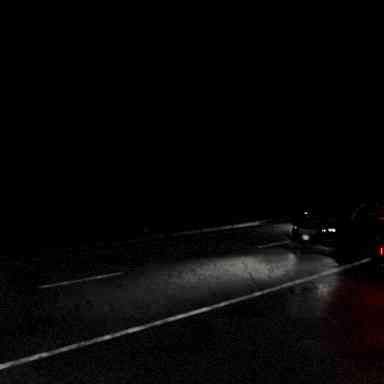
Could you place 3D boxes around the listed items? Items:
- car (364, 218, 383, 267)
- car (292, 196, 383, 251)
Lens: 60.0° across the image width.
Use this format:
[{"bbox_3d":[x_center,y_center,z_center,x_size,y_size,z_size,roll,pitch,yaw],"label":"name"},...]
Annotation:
[{"bbox_3d":[6.619,1.298,8.462,4.718,1.301,1.895,-3,2,-35],"label":"car"},{"bbox_3d":[5.732,1.121,12.363,4.902,1.511,2.128,-3,2,-35],"label":"car"}]
